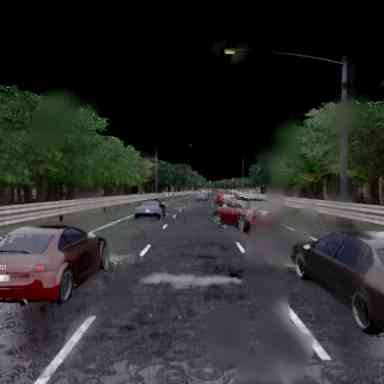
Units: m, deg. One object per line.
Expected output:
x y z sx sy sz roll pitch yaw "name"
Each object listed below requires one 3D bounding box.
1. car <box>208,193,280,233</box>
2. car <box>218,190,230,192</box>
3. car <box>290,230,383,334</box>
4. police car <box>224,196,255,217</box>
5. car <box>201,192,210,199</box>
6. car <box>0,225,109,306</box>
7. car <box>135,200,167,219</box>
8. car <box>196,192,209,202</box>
2.890 1.126 18.515 2.097 1.767 4.553 0 1 -20 "car"
4.763 0.713 50.131 2.150 2.045 5.566 0 0 3 "car"
3.520 1.464 6.506 2.033 1.411 5.357 0 1 0 "car"
3.901 1.177 28.310 2.038 1.542 4.974 0 1 2 "police car"
3.366 0.786 81.912 2.128 1.511 4.902 0 0 5 "car"
-3.355 1.462 7.862 1.994 1.385 4.181 0 1 0 "car"
-3.065 1.263 25.280 1.994 1.385 4.181 0 1 1 "car"
1.747 0.980 59.225 2.033 1.411 5.357 0 0 4 "car"
